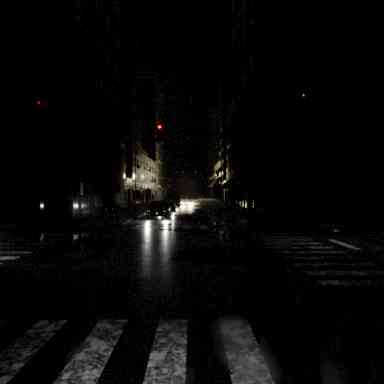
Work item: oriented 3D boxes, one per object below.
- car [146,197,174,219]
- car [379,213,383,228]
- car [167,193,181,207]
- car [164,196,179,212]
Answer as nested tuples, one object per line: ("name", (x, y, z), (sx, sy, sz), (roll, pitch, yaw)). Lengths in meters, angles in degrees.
("car", (-2.867, 1.497, 29.293), (1.837, 1.490, 4.892), (0, 0, 0))
("car", (12.337, 1.282, 16.900), (5.009, 1.841, 2.192), (0, 0, 0))
("car", (-2.877, 1.197, 49.559), (2.150, 2.045, 5.566), (0, 0, 0))
("car", (-2.866, 1.511, 39.159), (1.812, 1.442, 4.674), (0, 0, 0))
